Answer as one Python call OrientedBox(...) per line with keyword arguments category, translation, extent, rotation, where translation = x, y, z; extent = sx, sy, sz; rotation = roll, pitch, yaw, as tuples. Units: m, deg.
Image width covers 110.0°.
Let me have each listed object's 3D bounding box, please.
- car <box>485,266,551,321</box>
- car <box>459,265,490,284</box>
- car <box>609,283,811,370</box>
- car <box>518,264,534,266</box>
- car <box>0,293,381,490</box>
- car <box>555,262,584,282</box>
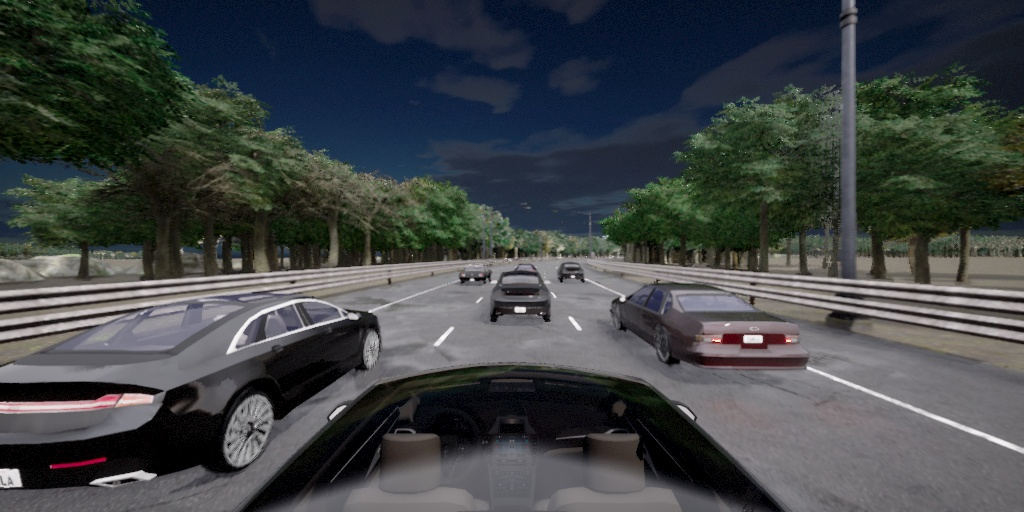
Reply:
OrientedBox(category="car", translation=(0.299, 1.249, 12.431), extent=(1.837, 1.490, 4.892), rotation=(0, 0, 2))
OrientedBox(category="car", translation=(-2.565, 1.332, 26.619), extent=(1.895, 1.301, 4.718), rotation=(0, 0, 4))
OrientedBox(category="car", translation=(3.683, 1.298, 7.928), extent=(2.033, 1.411, 5.357), rotation=(0, 0, 1))
OrientedBox(category="car", translation=(1.111, 1.297, 28.980), extent=(1.994, 1.385, 4.181), rotation=(0, 0, 4))
OrientedBox(category="car", translation=(-3.350, 1.237, 4.770), extent=(2.128, 1.511, 4.902), rotation=(0, 0, 0))
OrientedBox(category="car", translation=(4.576, 1.242, 28.396), extent=(1.837, 1.490, 4.892), rotation=(0, 0, 4))
